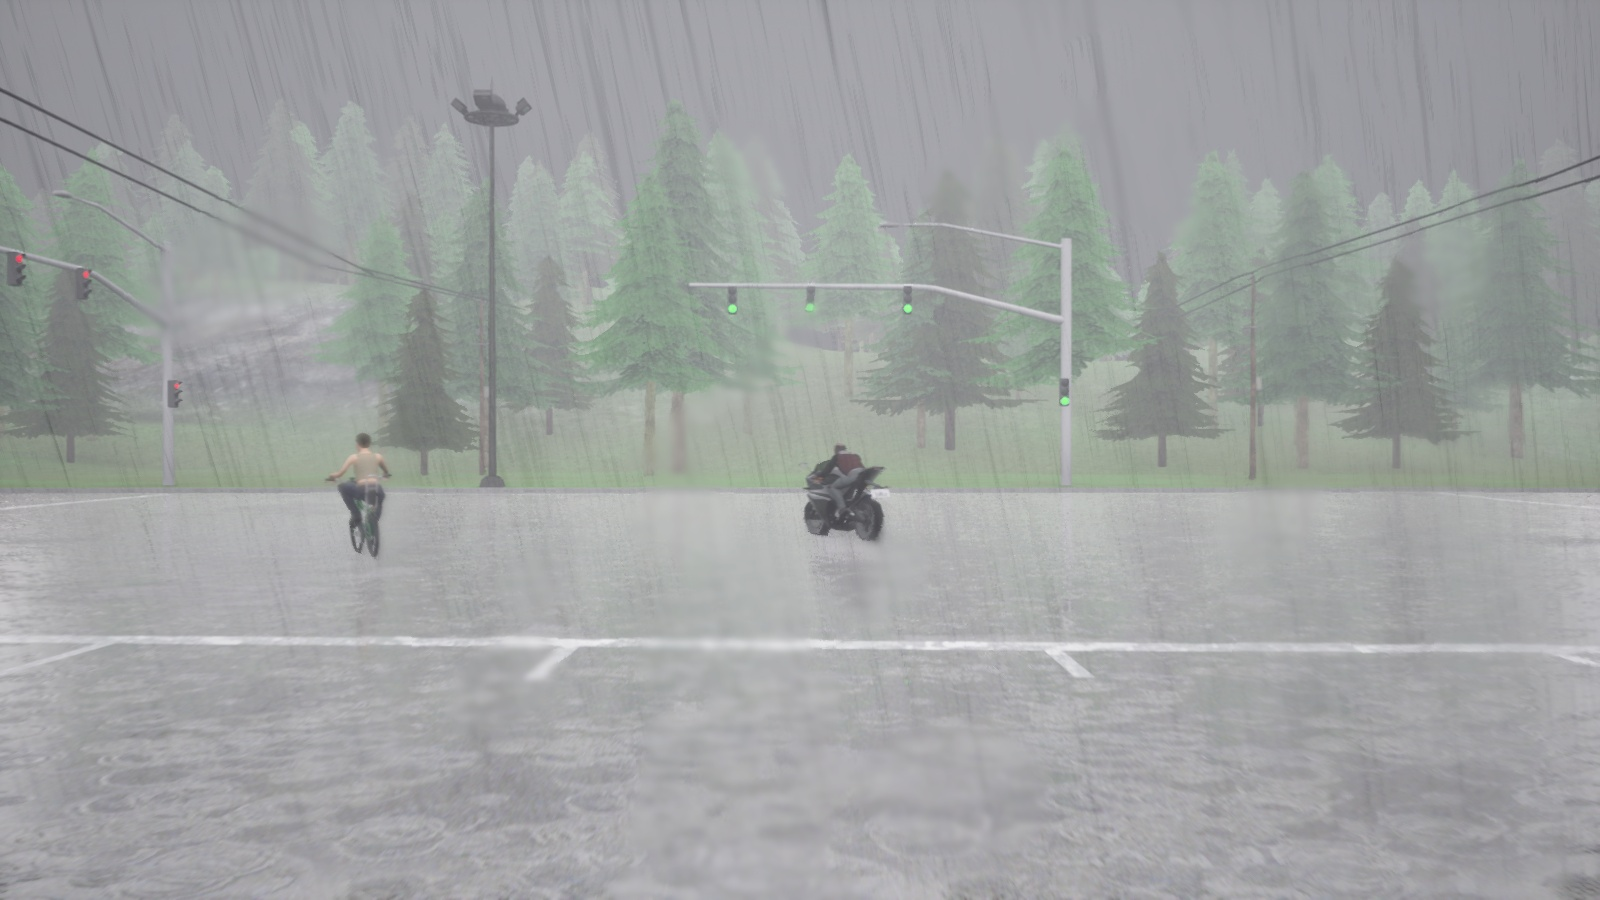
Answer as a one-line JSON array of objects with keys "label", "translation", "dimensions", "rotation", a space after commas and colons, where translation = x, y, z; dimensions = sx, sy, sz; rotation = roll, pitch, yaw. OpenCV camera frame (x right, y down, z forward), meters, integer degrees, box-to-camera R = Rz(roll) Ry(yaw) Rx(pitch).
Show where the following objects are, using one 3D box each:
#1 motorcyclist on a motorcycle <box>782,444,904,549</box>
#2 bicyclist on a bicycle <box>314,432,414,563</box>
[{"label": "motorcyclist on a motorcycle", "translation": [0.631, 0.672, 19.575], "dimensions": [0.866, 1.530, 2.191], "rotation": [-1, 1, -30]}, {"label": "bicyclist on a bicycle", "translation": [-5.733, 0.586, 16.468], "dimensions": [0.866, 1.612, 1.509], "rotation": [-2, 1, -32]}]
